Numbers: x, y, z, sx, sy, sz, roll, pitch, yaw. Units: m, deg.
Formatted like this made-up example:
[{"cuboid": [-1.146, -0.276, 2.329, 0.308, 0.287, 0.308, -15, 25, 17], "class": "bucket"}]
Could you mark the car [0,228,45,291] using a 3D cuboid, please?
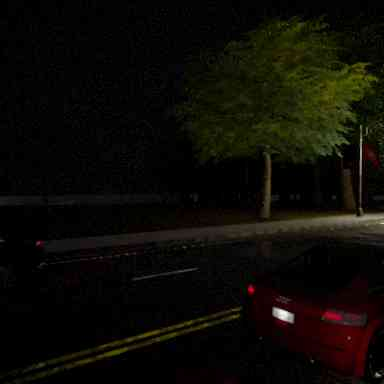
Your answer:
[{"cuboid": [-5.945, 1.495, 7.426, 4.902, 1.511, 2.128, 0, 0, -35], "class": "car"}]

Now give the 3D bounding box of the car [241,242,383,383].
[{"cuboid": [2.803, 1.542, 5.441, 4.181, 1.385, 1.994, 0, 0, -35], "class": "car"}]
